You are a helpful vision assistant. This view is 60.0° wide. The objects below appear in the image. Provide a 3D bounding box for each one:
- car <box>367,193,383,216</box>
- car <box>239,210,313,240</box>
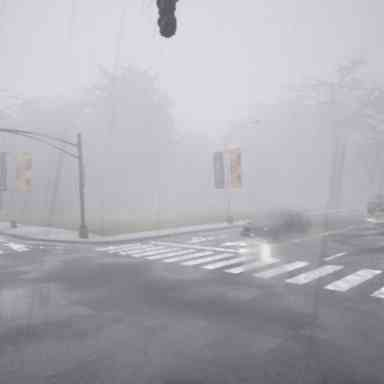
[{"bbox_3d":[18.389,1.105,31.254,5.566,2.045,2.150,-1,-2,-44],"label":"car"},{"bbox_3d":[4.777,1.709,18.307,2.033,1.411,5.357,-4,-2,43],"label":"car"}]
